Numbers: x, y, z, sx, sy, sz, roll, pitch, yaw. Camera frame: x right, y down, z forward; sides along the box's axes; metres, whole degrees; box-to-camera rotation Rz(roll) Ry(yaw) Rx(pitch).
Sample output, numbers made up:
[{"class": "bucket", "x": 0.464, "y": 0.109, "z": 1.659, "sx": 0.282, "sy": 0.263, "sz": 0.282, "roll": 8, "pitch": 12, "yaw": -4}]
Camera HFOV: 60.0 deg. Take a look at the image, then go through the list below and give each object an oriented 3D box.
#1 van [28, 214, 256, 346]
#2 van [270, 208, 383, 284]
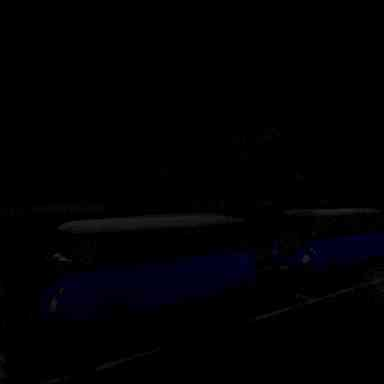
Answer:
[{"class": "van", "x": -0.651, "y": 1.345, "z": 6.072, "sx": 3.998, "sy": 1.788, "sz": 1.690, "roll": 0, "pitch": 0, "yaw": -35}, {"class": "van", "x": 3.957, "y": 1.350, "z": 9.355, "sx": 3.998, "sy": 1.788, "sz": 1.690, "roll": 0, "pitch": 0, "yaw": -35}]
